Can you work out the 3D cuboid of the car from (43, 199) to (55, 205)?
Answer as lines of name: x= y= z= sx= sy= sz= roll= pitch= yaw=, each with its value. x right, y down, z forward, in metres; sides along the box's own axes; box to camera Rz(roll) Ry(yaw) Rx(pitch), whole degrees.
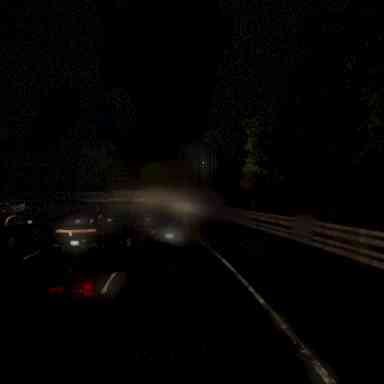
car: x=-35.577 y=2.391 z=81.854 sx=4.892 sy=1.490 sz=1.837 roll=-1 pitch=-1 yaw=41

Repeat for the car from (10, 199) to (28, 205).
car: x=-40.379 y=2.373 z=76.760 sx=4.674 sy=1.442 sz=1.812 roll=-1 pitch=-1 yaw=41

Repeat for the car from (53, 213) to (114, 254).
car: x=-4.559 y=1.656 z=14.438 sx=2.128 sy=1.511 sz=4.902 roll=0 pitch=0 yaw=-8

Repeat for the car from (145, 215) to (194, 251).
car: x=-1.098 y=1.730 z=14.948 sx=1.994 sy=1.385 sz=4.181 roll=0 pitch=-1 yaw=-8

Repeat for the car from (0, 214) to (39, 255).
car: x=-8.031 y=1.655 z=14.009 sx=2.128 sy=1.511 sz=4.902 roll=0 pitch=0 yaw=-8

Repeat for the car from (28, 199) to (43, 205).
car: x=-37.978 y=2.422 z=79.306 sx=4.181 sy=1.385 sz=1.994 roll=-1 pitch=-1 yaw=41
